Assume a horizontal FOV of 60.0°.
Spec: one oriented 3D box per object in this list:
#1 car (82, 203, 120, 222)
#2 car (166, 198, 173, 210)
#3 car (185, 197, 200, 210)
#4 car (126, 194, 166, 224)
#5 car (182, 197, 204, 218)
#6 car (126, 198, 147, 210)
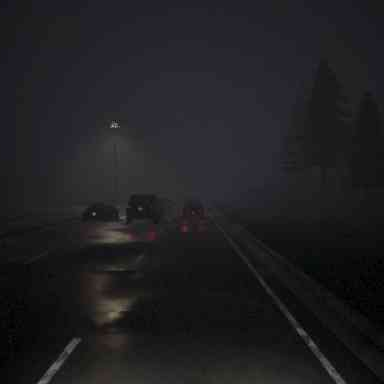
[{"bbox_3d":[-6.915,1.519,25.544,1.994,1.385,4.181,0,0,0],"label":"car"},{"bbox_3d":[-3.406,1.474,41.686,2.033,1.411,5.357,0,0,0],"label":"car"},{"bbox_3d":[0.109,1.429,43.595,1.837,1.490,4.892,0,0,0],"label":"car"},{"bbox_3d":[-3.396,1.180,24.593,2.150,2.045,5.566,0,0,0],"label":"car"},{"bbox_3d":[0.106,1.474,28.998,1.812,1.442,4.674,0,0,0],"label":"car"},{"bbox_3d":[-6.908,1.490,41.930,1.994,1.385,4.181,0,0,0],"label":"car"}]
